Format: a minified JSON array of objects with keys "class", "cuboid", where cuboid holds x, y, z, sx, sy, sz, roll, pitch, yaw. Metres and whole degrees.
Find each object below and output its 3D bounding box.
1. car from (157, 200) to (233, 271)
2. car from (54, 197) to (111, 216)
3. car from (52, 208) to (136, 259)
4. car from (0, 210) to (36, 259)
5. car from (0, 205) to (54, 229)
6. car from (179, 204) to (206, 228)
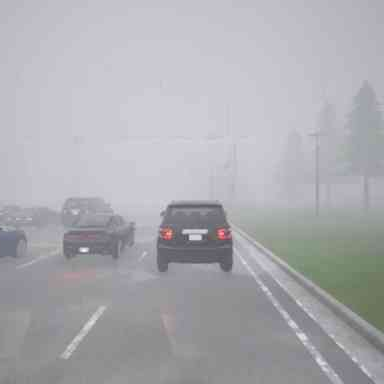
[{"class":"car","cuboid":[0.072,1.292,11.264,2.150,2.045,5.566,0,-1,0]},{"class":"car","cuboid":[-6.966,1.364,22.509,2.150,2.045,5.566,0,0,0]},{"class":"car","cuboid":[-3.442,1.589,13.021,1.837,1.490,4.892,0,0,0]},{"class":"car","cuboid":[-6.938,1.542,10.094,1.882,1.535,5.008,0,0,0]},{"class":"car","cuboid":[-10.464,1.691,22.614,2.033,1.411,5.357,0,0,0]},{"class":"car","cuboid":[0.033,1.679,24.428,1.812,1.442,4.674,0,0,0]}]
